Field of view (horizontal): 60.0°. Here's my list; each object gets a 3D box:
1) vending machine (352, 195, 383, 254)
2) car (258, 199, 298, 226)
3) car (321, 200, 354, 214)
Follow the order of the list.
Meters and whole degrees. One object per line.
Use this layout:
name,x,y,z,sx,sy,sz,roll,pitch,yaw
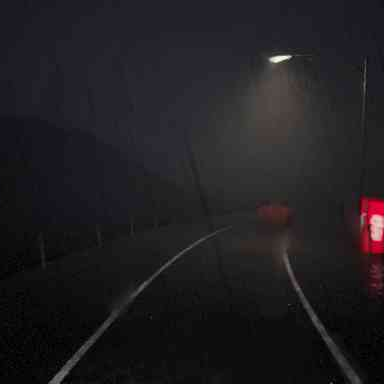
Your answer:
vending machine,7.082,1.251,13.031,1.100,2.100,0.880,6,6,16
car,6.187,1.274,23.545,2.097,1.767,4.553,3,1,26
car,16.789,1.677,38.247,5.357,1.411,2.033,2,2,-44
